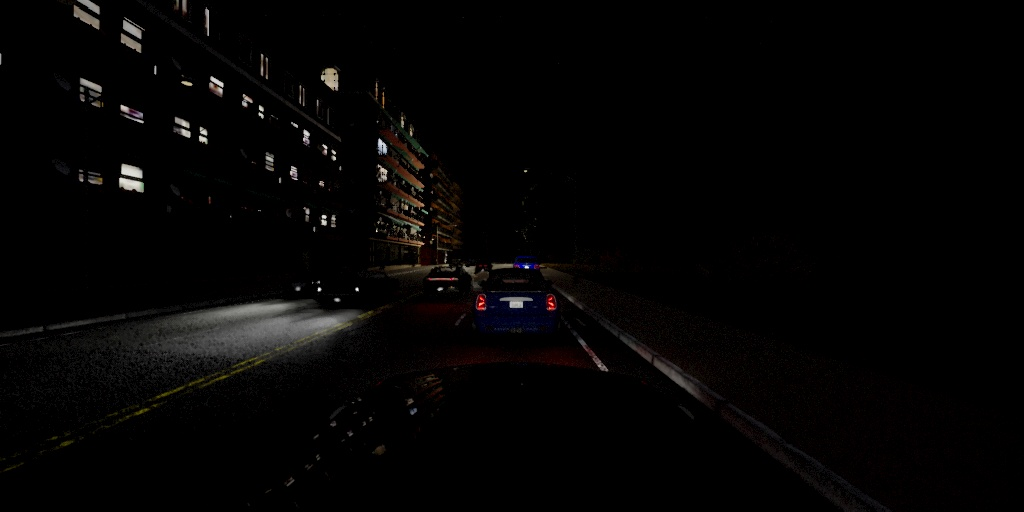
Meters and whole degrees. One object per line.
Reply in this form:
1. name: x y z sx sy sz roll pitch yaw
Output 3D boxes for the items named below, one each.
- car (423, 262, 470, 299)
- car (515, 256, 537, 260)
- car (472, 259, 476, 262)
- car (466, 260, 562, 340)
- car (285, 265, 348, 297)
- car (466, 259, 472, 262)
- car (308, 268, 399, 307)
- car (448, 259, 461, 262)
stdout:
1. car: -3.151 1.243 18.235 2.128 1.511 4.902 0 0 0
2. car: 1.139 0.979 30.065 2.150 2.045 5.566 0 0 0
3. car: -3.147 1.257 41.156 1.837 1.490 4.892 0 0 0
4. car: 0.098 1.103 10.112 2.097 1.767 4.553 0 0 0
5. car: -9.850 1.244 18.955 2.128 1.511 4.902 0 0 0
6. car: -6.579 1.278 58.978 1.812 1.442 4.674 0 0 0
7. car: -6.599 1.353 15.757 1.895 1.301 4.718 0 0 0
8. car: -9.814 1.258 62.091 1.837 1.490 4.892 0 -1 0
